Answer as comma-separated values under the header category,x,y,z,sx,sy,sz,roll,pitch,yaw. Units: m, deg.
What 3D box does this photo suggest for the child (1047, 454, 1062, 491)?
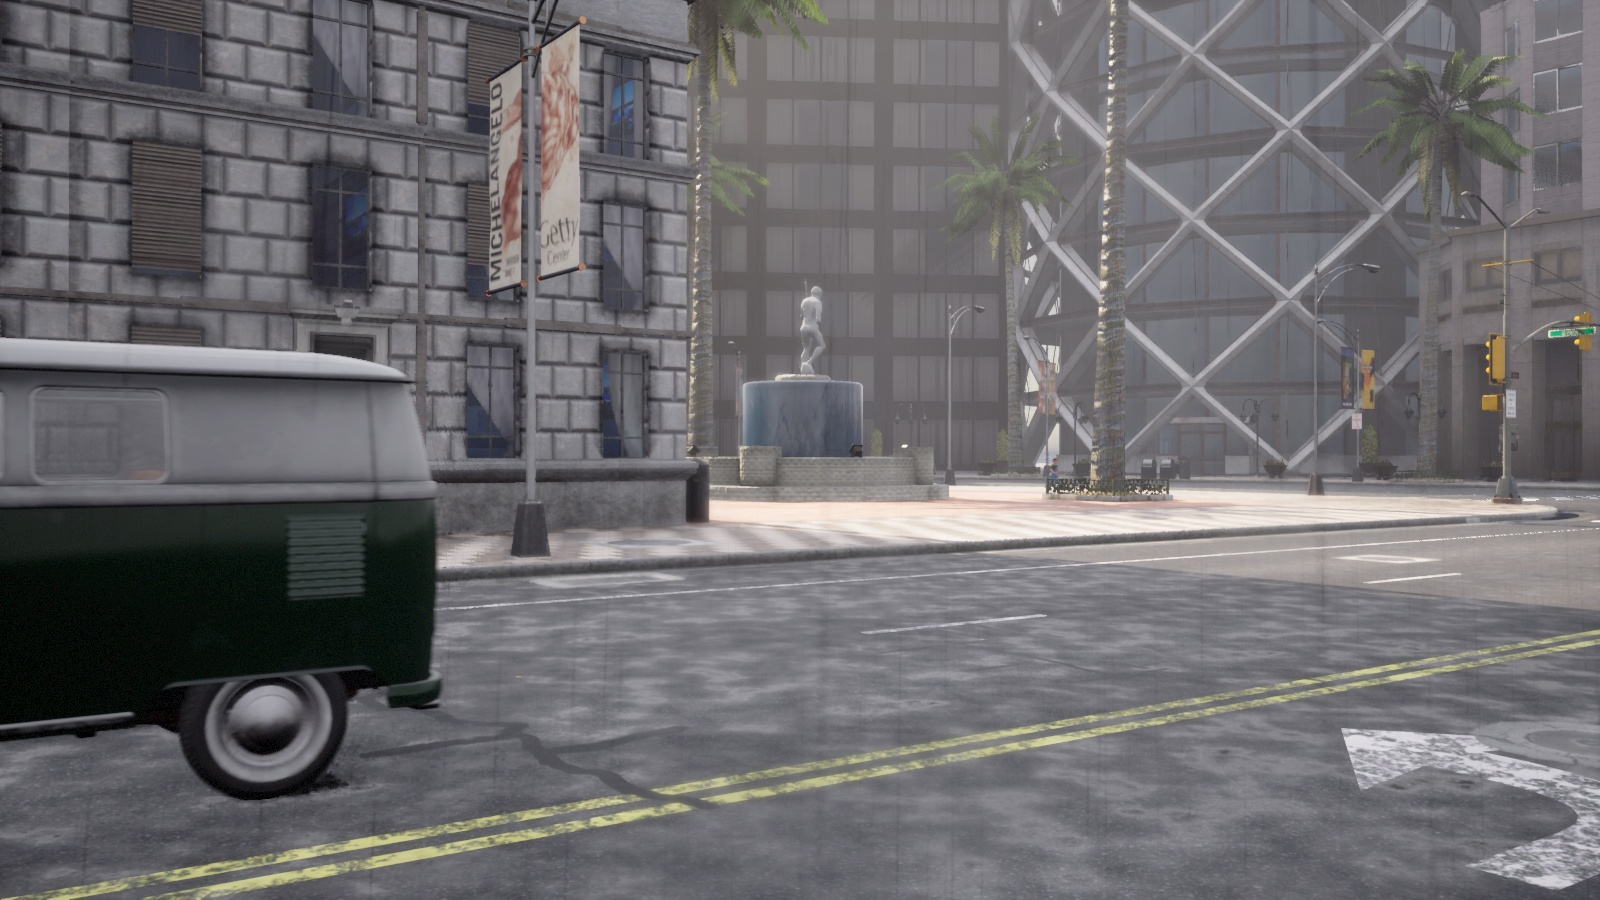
category,x,y,z,sx,sy,sz,roll,pitch,yaw
child,8.659,0.768,42.780,0.270,1.263,0.437,0,0,-36

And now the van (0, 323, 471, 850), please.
category,x,y,z,sx,sy,sz,roll,pitch,yaw
van,-3.849,0.519,5.247,4.442,1.987,1.775,0,0,-35
